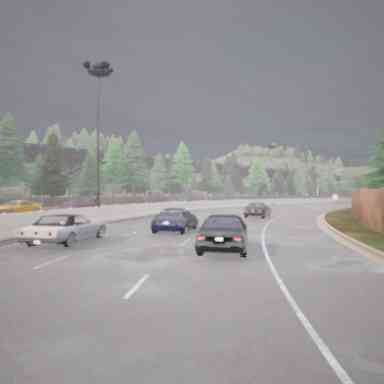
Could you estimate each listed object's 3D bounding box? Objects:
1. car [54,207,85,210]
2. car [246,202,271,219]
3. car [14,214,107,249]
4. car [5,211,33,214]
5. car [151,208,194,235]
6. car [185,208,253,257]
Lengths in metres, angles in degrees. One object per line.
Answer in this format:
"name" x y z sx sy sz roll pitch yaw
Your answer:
"car" -11.674 1.401 33.491 2.097 1.767 4.553 0 0 20
"car" 6.181 1.685 31.136 2.033 1.411 5.357 0 0 21
"car" -5.509 1.621 14.803 1.895 1.301 4.718 0 0 9
"car" -16.208 1.494 30.891 1.882 1.535 5.008 0 0 17
"car" -0.930 1.625 19.610 1.994 1.385 4.181 0 0 13
"car" 1.293 1.599 13.306 2.033 1.411 5.357 0 0 9
